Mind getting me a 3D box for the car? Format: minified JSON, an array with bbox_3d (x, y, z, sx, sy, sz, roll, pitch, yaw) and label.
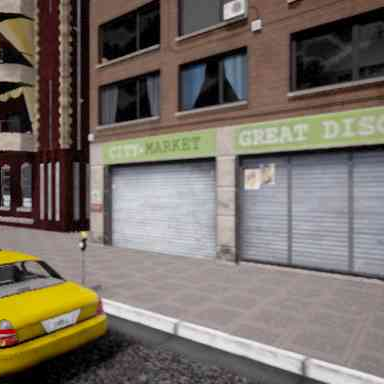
[{"bbox_3d":[-3.443,1.512,5.332,4.829,1.417,1.752,0,0,35],"label":"car"}]
